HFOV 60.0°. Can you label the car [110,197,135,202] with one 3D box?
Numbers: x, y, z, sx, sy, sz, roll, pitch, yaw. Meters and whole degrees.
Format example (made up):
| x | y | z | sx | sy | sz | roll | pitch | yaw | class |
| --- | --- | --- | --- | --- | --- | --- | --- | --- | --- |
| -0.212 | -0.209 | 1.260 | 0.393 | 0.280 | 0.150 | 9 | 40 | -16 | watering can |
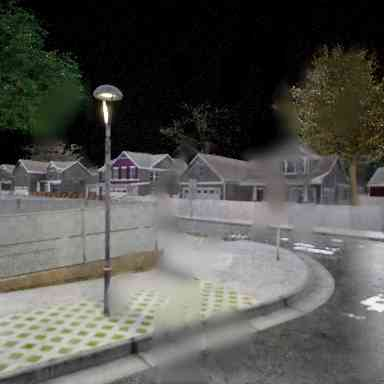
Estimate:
| x | y | z | sx | sy | sz | roll | pitch | yaw | class |
| --- | --- | --- | --- | --- | --- | --- | --- | --- | --- |
| -6.195 | 1.197 | 27.863 | 4.902 | 1.511 | 2.128 | 1 | -1 | 44 | car |
